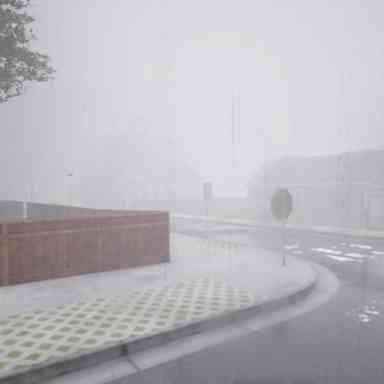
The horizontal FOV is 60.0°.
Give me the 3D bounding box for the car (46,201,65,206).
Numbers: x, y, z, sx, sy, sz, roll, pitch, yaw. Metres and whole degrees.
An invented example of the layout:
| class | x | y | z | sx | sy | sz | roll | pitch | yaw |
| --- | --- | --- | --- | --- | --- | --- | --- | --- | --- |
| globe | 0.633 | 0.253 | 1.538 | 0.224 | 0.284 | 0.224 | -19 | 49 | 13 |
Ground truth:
| class | x | y | z | sx | sy | sz | roll | pitch | yaw |
| --- | --- | --- | --- | --- | --- | --- | --- | --- | --- |
| car | -19.206 | 1.935 | 46.452 | 1.895 | 1.301 | 4.718 | 0 | 0 | -36 |
